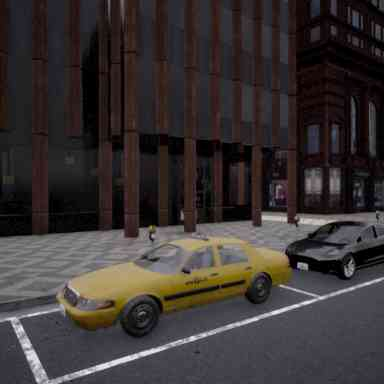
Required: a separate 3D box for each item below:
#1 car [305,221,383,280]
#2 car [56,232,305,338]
[{"bbox_3d":[4.672,1.567,9.967,4.313,1.339,1.947,0,0,-35],"label":"car"},{"bbox_3d":[-0.060,1.525,6.601,4.829,1.417,1.752,0,0,-35],"label":"car"}]
